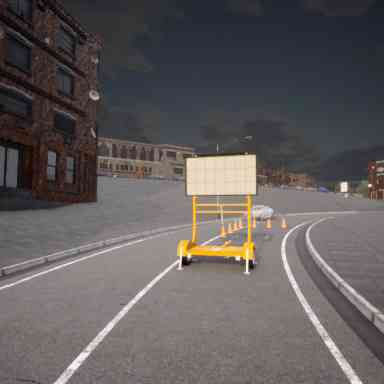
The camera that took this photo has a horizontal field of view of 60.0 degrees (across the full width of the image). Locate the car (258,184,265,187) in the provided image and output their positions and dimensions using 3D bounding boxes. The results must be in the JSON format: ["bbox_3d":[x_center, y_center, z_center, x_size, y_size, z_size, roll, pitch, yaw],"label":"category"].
[{"bbox_3d":[12.486,-1.455,70.215,4.553,1.767,2.185,3,-6,-35],"label":"car"}]

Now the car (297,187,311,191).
[{"bbox_3d":[25.662,-0.522,80.380,4.892,1.521,2.231,4,-6,-39],"label":"car"}]

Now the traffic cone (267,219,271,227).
[{"bbox_3d":[5.374,2.167,23.223,0.340,0.580,0.340,-2,-1,17],"label":"traffic cone"}]

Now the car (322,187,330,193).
[{"bbox_3d":[34.178,-0.131,87.719,5.566,2.045,2.435,5,-6,-41],"label":"car"}]

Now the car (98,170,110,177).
[{"bbox_3d":[-15.285,-2.773,52.301,4.553,1.767,2.185,2,-5,-32],"label":"car"}]

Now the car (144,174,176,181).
[{"bbox_3d":[-5.973,-2.264,58.025,4.892,1.521,2.231,2,-5,-32],"label":"car"}]

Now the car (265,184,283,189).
[{"bbox_3d":[17.082,-1.031,73.611,4.792,1.488,2.163,3,-6,-37],"label":"car"}]

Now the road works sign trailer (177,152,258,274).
[{"bbox_3d":[1.002,0.529,10.974,2.380,3.560,2.880,-1,-1,18],"label":"road works sign trailer"}]

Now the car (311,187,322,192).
[{"bbox_3d":[29.963,-0.341,84.020,4.553,1.767,2.185,4,-6,-40],"label":"car"}]

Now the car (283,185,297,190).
[{"bbox_3d":[21.447,-0.754,76.978,4.674,1.452,2.002,3,-6,-38],"label":"car"}]

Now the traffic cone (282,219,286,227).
[{"bbox_3d":[6.325,2.137,22.929,0.340,0.580,0.340,-2,-1,17],"label":"traffic cone"}]

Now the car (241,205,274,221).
[{"bbox_3d":[6.410,1.989,31.950,1.812,1.442,4.674,-3,-3,34],"label":"car"}]

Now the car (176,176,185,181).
[{"bbox_3d":[-1.280,-2.058,60.924,4.892,1.521,2.231,3,-5,-32],"label":"car"}]
